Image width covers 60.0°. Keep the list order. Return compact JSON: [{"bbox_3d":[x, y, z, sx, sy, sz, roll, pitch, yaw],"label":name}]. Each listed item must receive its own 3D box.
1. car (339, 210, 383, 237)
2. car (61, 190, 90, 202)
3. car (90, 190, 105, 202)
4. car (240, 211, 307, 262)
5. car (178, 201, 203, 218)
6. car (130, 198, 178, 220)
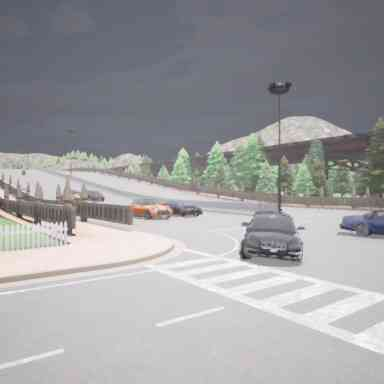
[{"bbox_3d":[9.970,1.547,15.955,2.033,1.411,5.357,0,0,-37],"label":"car"},{"bbox_3d":[-15.598,0.547,43.872,2.097,1.767,4.553,0,5,-37],"label":"car"},{"bbox_3d":[-14.018,0.526,47.603,1.837,1.490,4.892,0,5,-37],"label":"car"},{"bbox_3d":[2.973,1.505,12.297,1.837,1.490,4.892,3,1,12],"label":"car"},{"bbox_3d":[-1.252,1.538,30.700,2.033,1.411,5.357,0,0,-37],"label":"car"},{"bbox_3d":[-3.540,1.342,27.928,2.097,1.767,4.553,0,0,-37],"label":"car"}]
